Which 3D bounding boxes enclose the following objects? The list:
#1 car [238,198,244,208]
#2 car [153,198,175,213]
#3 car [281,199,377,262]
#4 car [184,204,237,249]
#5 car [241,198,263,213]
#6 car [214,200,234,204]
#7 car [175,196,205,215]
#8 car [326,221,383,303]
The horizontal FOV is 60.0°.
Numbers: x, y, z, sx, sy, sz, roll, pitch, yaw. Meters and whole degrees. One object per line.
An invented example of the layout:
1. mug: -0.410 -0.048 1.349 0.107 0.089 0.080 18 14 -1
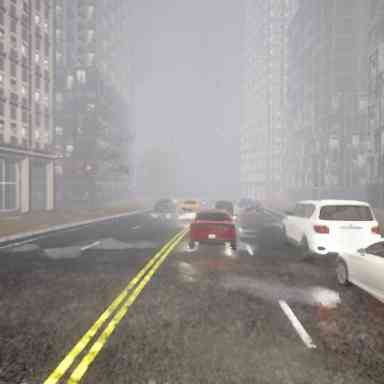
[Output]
1. car: 8.029 1.604 50.174 1.882 1.535 5.008 1 0 4
2. car: -3.053 1.511 37.527 1.837 1.490 4.892 1 0 7
3. car: 4.828 1.287 12.358 2.150 2.045 5.566 1 0 4
4. car: 0.961 1.506 14.844 1.882 1.535 5.008 1 0 5
5. car: 7.011 1.712 38.335 1.895 1.301 4.718 1 0 7
6. car: 3.315 1.548 34.260 1.882 1.535 5.008 1 0 7
7. car: -0.115 1.512 34.911 1.882 1.535 5.008 1 0 7
8. car: 4.442 1.575 6.487 1.812 1.442 4.674 1 0 3
